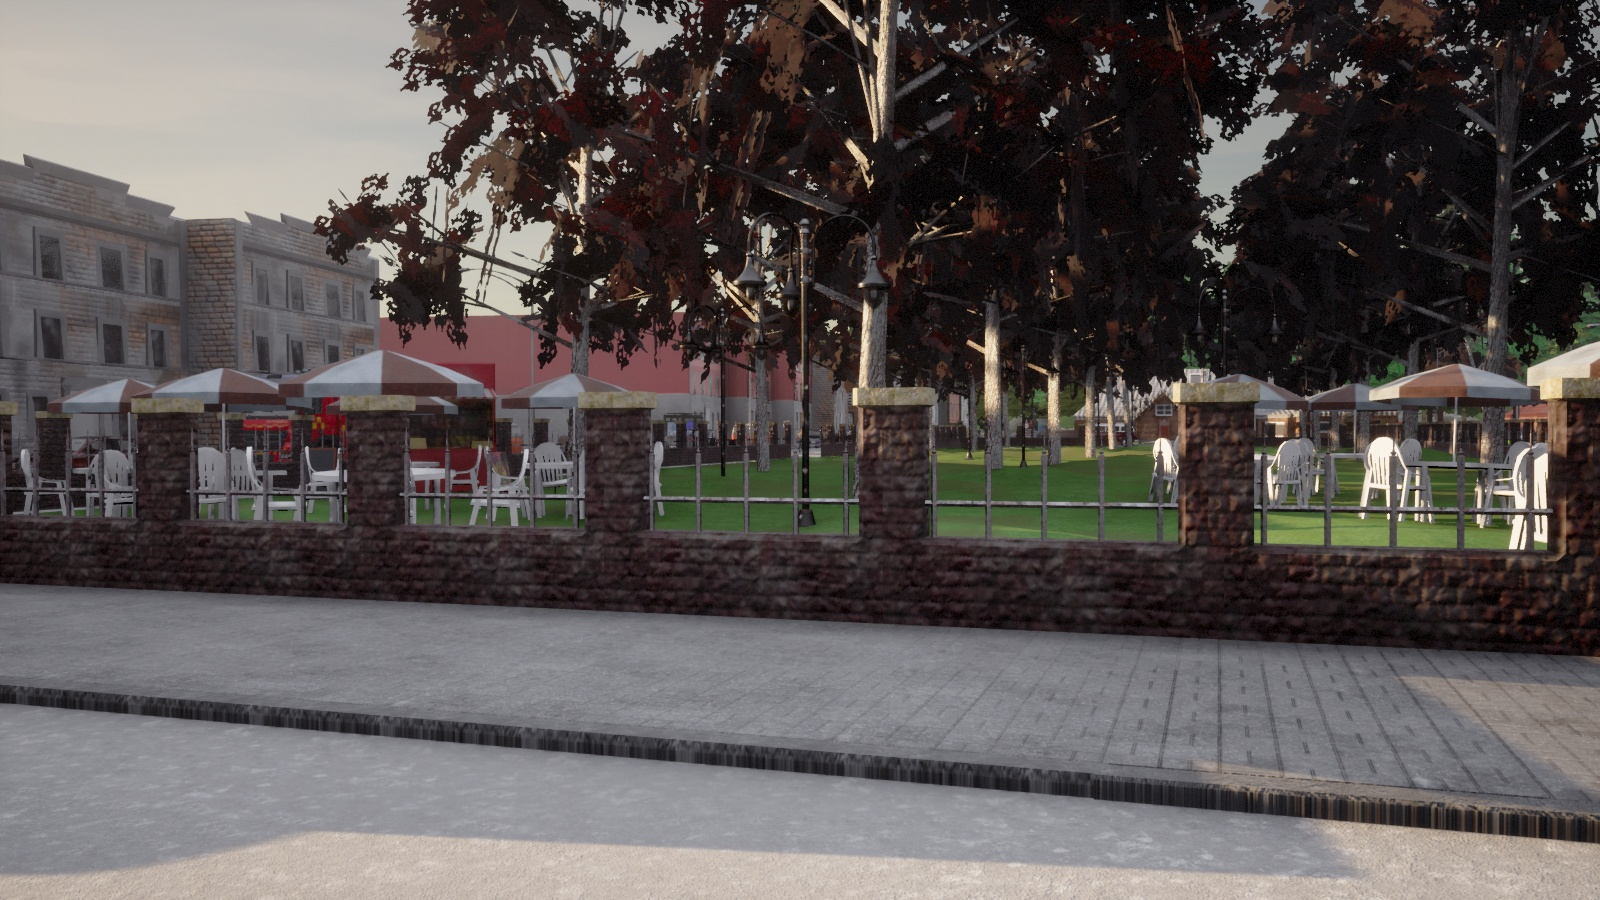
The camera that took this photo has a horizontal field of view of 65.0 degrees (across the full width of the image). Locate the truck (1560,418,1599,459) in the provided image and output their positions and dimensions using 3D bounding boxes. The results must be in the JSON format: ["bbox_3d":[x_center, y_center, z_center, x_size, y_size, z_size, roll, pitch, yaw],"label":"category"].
[{"bbox_3d":[49.309,-0.722,77.879,2.627,2.467,5.204,1,1,18],"label":"truck"}]

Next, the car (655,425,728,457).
[{"bbox_3d":[-5.846,-0.511,68.335,2.152,1.651,5.027,1,1,19],"label":"car"}]

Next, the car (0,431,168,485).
[{"bbox_3d":[-20.693,0.180,36.370,1.816,1.474,4.193,1,1,18],"label":"car"}]

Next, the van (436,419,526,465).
[{"bbox_3d":[-14.172,-0.370,55.991,1.775,1.987,4.442,1,1,18],"label":"van"}]

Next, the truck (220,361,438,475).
[{"bbox_3d":[-17.227,-1.152,46.772,2.891,3.827,8.468,1,1,18],"label":"truck"}]
